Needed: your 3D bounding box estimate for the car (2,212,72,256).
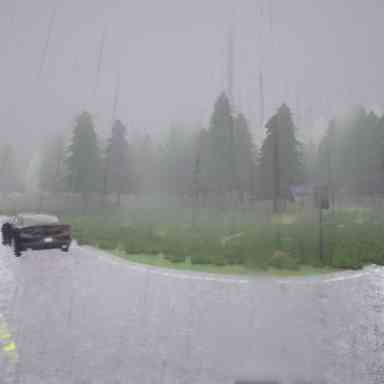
[{"bbox_3d":[-6.424,1.534,13.506,1.882,1.535,5.008,0,-1,-36],"label":"car"}]
